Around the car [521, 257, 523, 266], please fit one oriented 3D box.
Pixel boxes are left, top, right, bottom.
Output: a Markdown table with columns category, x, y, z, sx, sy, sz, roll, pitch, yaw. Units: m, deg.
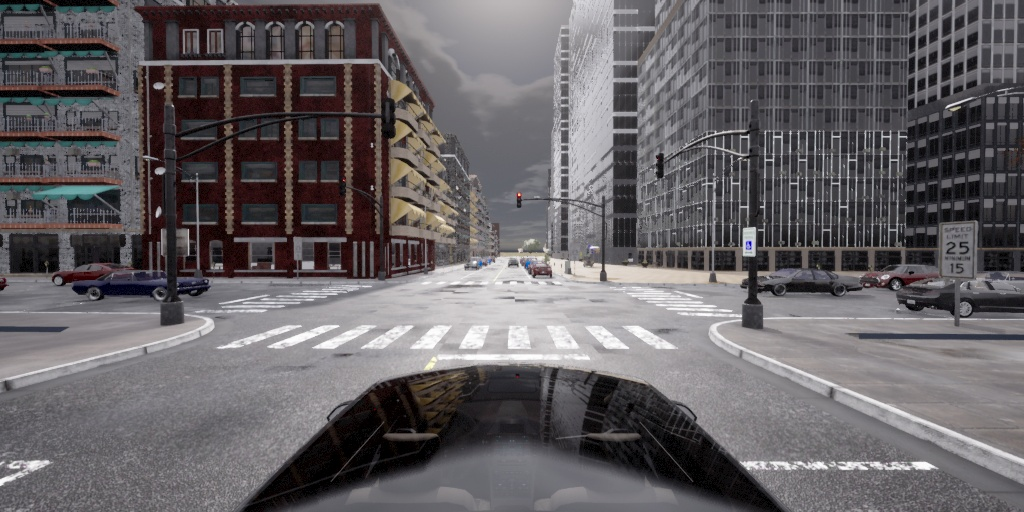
| category | x | y | z | sx | sy | sz | roll | pitch | yaw |
| --- | --- | --- | --- | --- | --- | --- | --- | --- | --- |
| car | 2.793 | 1.240 | 55.977 | 1.888 | 1.381 | 4.507 | 0 | 0 | 0 |

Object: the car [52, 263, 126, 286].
| category | x | y | z | sx | sy | sz | roll | pitch | yaw |
| --- | --- | --- | --- | --- | --- | --- | --- | --- | --- |
| car | -25.805 | 1.109 | 22.356 | 4.507 | 1.381 | 1.888 | 0 | 0 | 1 |

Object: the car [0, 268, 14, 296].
| category | x | y | z | sx | sy | sz | roll | pitch | yaw |
| --- | --- | --- | --- | --- | --- | --- | --- | --- | --- |
| car | -26.517 | 1.255 | 16.463 | 4.718 | 1.301 | 1.895 | 0 | 1 | 1 |

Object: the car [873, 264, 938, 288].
| category | x | y | z | sx | sy | sz | roll | pitch | yaw |
| --- | --- | --- | --- | --- | --- | --- | --- | --- | --- |
| car | 23.424 | 1.230 | 21.582 | 4.097 | 1.591 | 1.967 | 0 | 0 | 1 |

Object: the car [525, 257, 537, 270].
| category | x | y | z | sx | sy | sz | roll | pitch | yaw |
| --- | --- | --- | --- | --- | --- | --- | --- | --- | --- |
| car | 2.751 | 1.159 | 39.039 | 1.967 | 1.591 | 4.097 | 0 | 0 | 0 |

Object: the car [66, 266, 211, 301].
| category | x | y | z | sx | sy | sz | roll | pitch | yaw |
| --- | --- | --- | --- | --- | --- | --- | --- | --- | --- |
| car | -16.638 | 1.299 | 16.300 | 4.718 | 1.301 | 1.895 | 0 | 1 | 1 |

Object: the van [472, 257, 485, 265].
| category | x | y | z | sx | sy | sz | roll | pitch | yaw |
| --- | --- | --- | --- | --- | --- | --- | --- | --- | --- |
| van | -5.555 | 1.036 | 55.965 | 1.690 | 1.789 | 3.998 | 0 | 0 | 0 |

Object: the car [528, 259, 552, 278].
| category | x | y | z | sx | sy | sz | roll | pitch | yaw |
| --- | --- | --- | --- | --- | --- | --- | --- | --- | --- |
| car | 2.737 | 1.271 | 33.394 | 1.888 | 1.381 | 4.507 | 0 | 0 | 0 |

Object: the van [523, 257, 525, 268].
| category | x | y | z | sx | sy | sz | roll | pitch | yaw |
| --- | --- | --- | --- | --- | --- | --- | --- | --- | --- |
| van | 2.780 | 1.044 | 50.331 | 1.690 | 1.789 | 3.998 | 0 | 0 | 0 |

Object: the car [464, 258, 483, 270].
| category | x | y | z | sx | sy | sz | roll | pitch | yaw |
| --- | --- | --- | --- | --- | --- | --- | --- | --- | --- |
| car | -5.569 | 1.269 | 50.319 | 1.948 | 1.339 | 4.313 | 0 | 0 | 0 |

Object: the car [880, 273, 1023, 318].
| category | x | y | z | sx | sy | sz | roll | pitch | yaw |
| --- | --- | --- | --- | --- | --- | --- | --- | --- | --- |
| car | 16.743 | 1.445 | 13.051 | 4.403 | 1.370 | 2.007 | 0 | 0 | 1 |

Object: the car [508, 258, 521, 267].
| category | x | y | z | sx | sy | sz | roll | pitch | yaw |
| --- | --- | --- | --- | --- | --- | --- | --- | --- | --- |
| car | 0.258 | 1.281 | 64.036 | 1.895 | 1.301 | 4.718 | 0 | 0 | 0 |

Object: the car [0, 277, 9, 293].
| category | x | y | z | sx | sy | sz | roll | pitch | yaw |
| --- | --- | --- | --- | --- | --- | --- | --- | --- | --- |
| car | -22.594 | 1.259 | 13.691 | 4.507 | 1.381 | 1.888 | 0 | 0 | 1 |

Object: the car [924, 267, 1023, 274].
| category | x | y | z | sx | sy | sz | roll | pitch | yaw |
| --- | --- | --- | --- | --- | --- | --- | --- | --- | --- |
| car | 25.258 | 1.443 | 18.818 | 4.718 | 1.301 | 1.895 | 0 | 1 | 1 |

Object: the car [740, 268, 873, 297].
| category | x | y | z | sx | sy | sz | roll | pitch | yaw |
| --- | --- | --- | --- | --- | --- | --- | --- | --- | --- |
| car | 15.231 | 1.342 | 18.987 | 5.357 | 1.411 | 2.033 | 0 | 1 | 1 |
